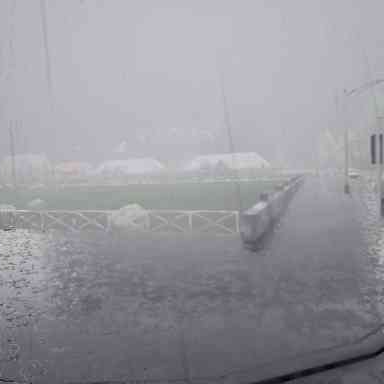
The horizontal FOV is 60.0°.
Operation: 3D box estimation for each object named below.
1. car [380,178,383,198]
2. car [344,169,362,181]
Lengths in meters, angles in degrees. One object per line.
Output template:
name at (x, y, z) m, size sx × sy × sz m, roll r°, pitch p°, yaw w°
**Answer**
car at (11.717, -0.224, 18.923) m, size 1.812 × 1.442 × 4.674 m, roll -1°, pitch 4°, yaw 21°
car at (21.600, -2.351, 44.759) m, size 1.882 × 1.535 × 5.008 m, roll -1°, pitch 4°, yaw 21°
